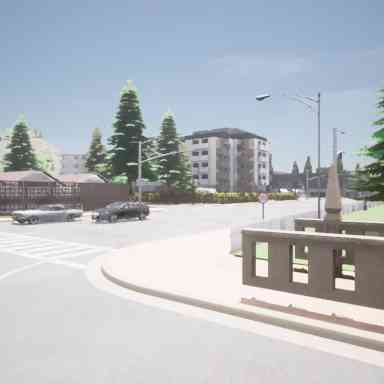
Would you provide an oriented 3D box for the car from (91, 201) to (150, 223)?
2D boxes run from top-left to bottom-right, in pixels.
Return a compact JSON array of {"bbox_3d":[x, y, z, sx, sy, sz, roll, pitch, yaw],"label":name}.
[{"bbox_3d":[-5.356,1.482,25.397,2.128,1.511,4.902,0,0,38],"label":"car"}]

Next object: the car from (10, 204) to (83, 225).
[{"bbox_3d":[-10.555,1.592,24.391,1.895,1.301,4.718,0,0,38],"label":"car"}]
